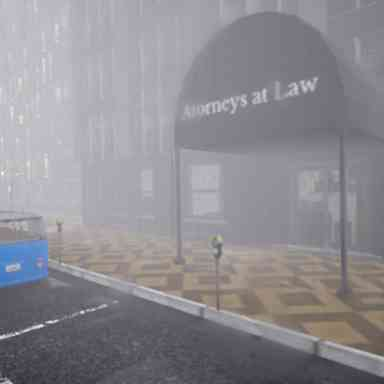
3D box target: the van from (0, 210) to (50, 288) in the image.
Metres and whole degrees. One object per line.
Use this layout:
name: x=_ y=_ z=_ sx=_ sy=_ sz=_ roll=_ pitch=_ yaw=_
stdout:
van: x=-5.031 y=1.330 z=8.085 sx=3.998 sy=1.788 sz=1.690 roll=0 pitch=1 yaw=43
